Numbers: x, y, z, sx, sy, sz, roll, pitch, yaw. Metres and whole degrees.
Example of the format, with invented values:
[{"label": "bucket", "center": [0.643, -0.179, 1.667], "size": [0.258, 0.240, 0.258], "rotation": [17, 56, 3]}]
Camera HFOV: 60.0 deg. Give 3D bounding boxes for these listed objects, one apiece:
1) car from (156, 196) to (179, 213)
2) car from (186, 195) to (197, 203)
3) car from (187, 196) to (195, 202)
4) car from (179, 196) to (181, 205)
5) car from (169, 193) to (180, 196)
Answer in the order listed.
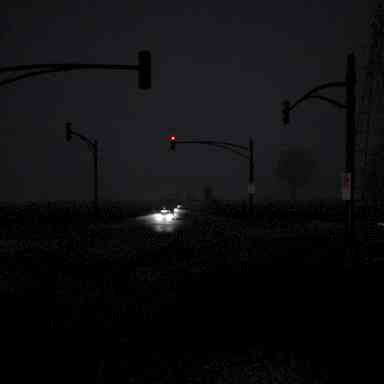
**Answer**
[{"label": "car", "center": [-2.946, 1.485, 37.601], "size": [2.128, 1.511, 4.902], "rotation": [0, 0, 0]}, {"label": "car", "center": [-0.151, 1.349, 68.088], "size": [2.097, 1.767, 4.553], "rotation": [0, 0, 0]}, {"label": "car", "center": [-0.299, 1.594, 78.314], "size": [1.895, 1.301, 4.718], "rotation": [0, 0, 0]}, {"label": "car", "center": [-2.993, 1.595, 47.416], "size": [1.895, 1.301, 4.718], "rotation": [0, 0, 0]}, {"label": "car", "center": [-3.036, 1.216, 57.768], "size": [2.150, 2.045, 5.566], "rotation": [0, 0, 0]}]
